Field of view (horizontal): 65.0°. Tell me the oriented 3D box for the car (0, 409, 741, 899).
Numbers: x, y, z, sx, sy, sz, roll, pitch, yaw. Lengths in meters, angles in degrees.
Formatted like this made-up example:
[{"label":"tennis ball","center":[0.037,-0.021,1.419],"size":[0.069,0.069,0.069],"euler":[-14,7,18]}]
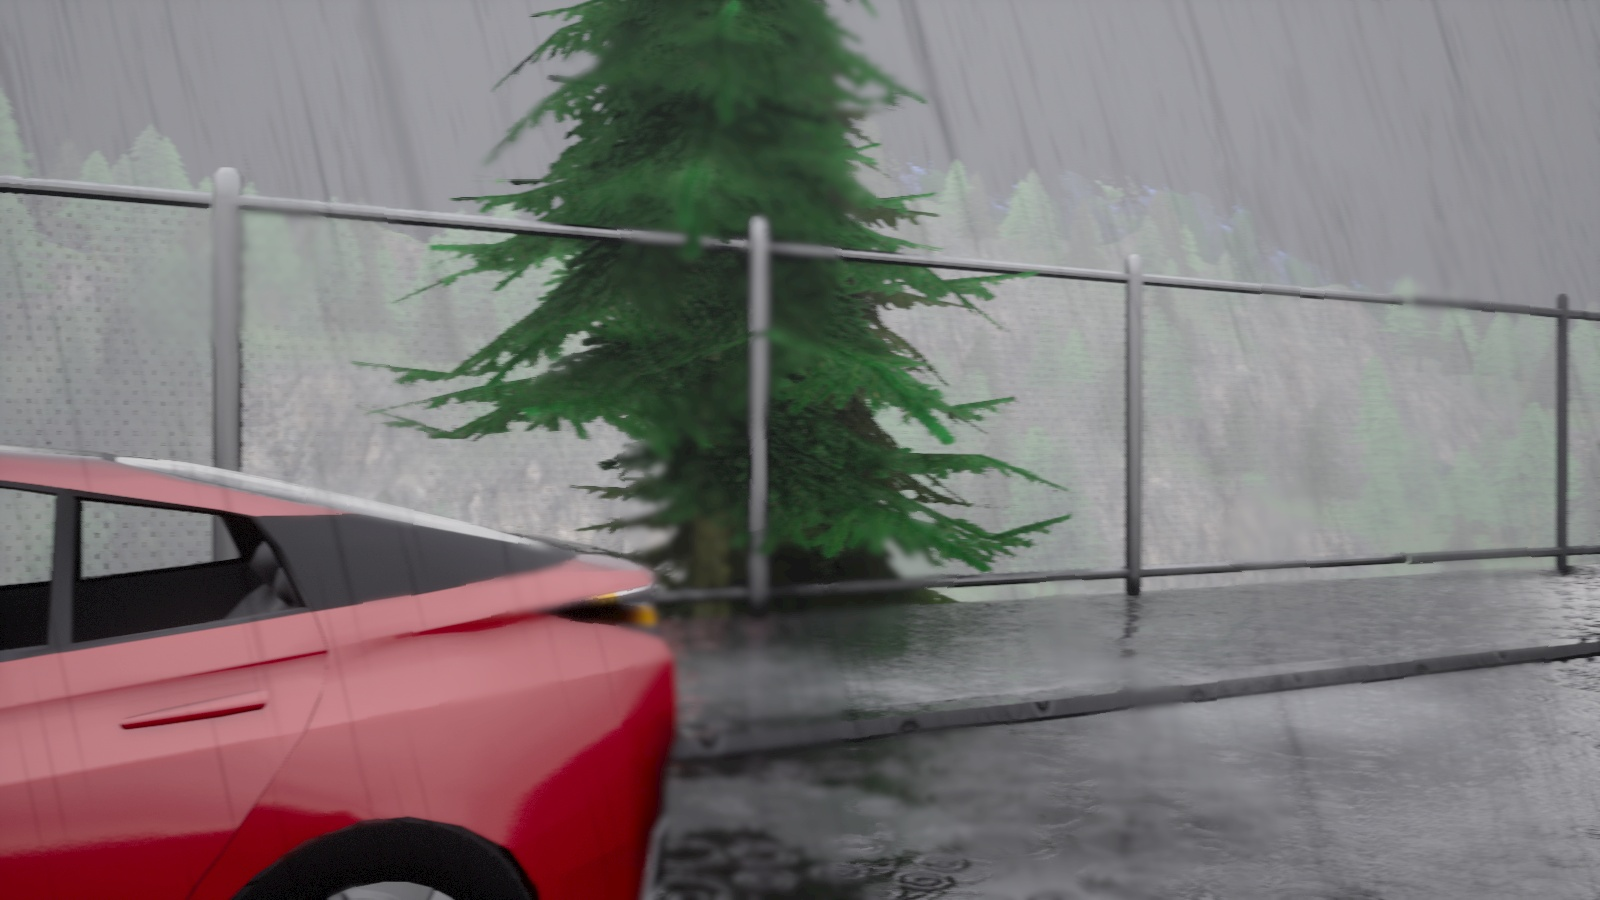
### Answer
[{"label":"car","center":[-2.594,0.695,2.614],"size":[4.514,1.525,2.007],"euler":[0,0,-29]}]
